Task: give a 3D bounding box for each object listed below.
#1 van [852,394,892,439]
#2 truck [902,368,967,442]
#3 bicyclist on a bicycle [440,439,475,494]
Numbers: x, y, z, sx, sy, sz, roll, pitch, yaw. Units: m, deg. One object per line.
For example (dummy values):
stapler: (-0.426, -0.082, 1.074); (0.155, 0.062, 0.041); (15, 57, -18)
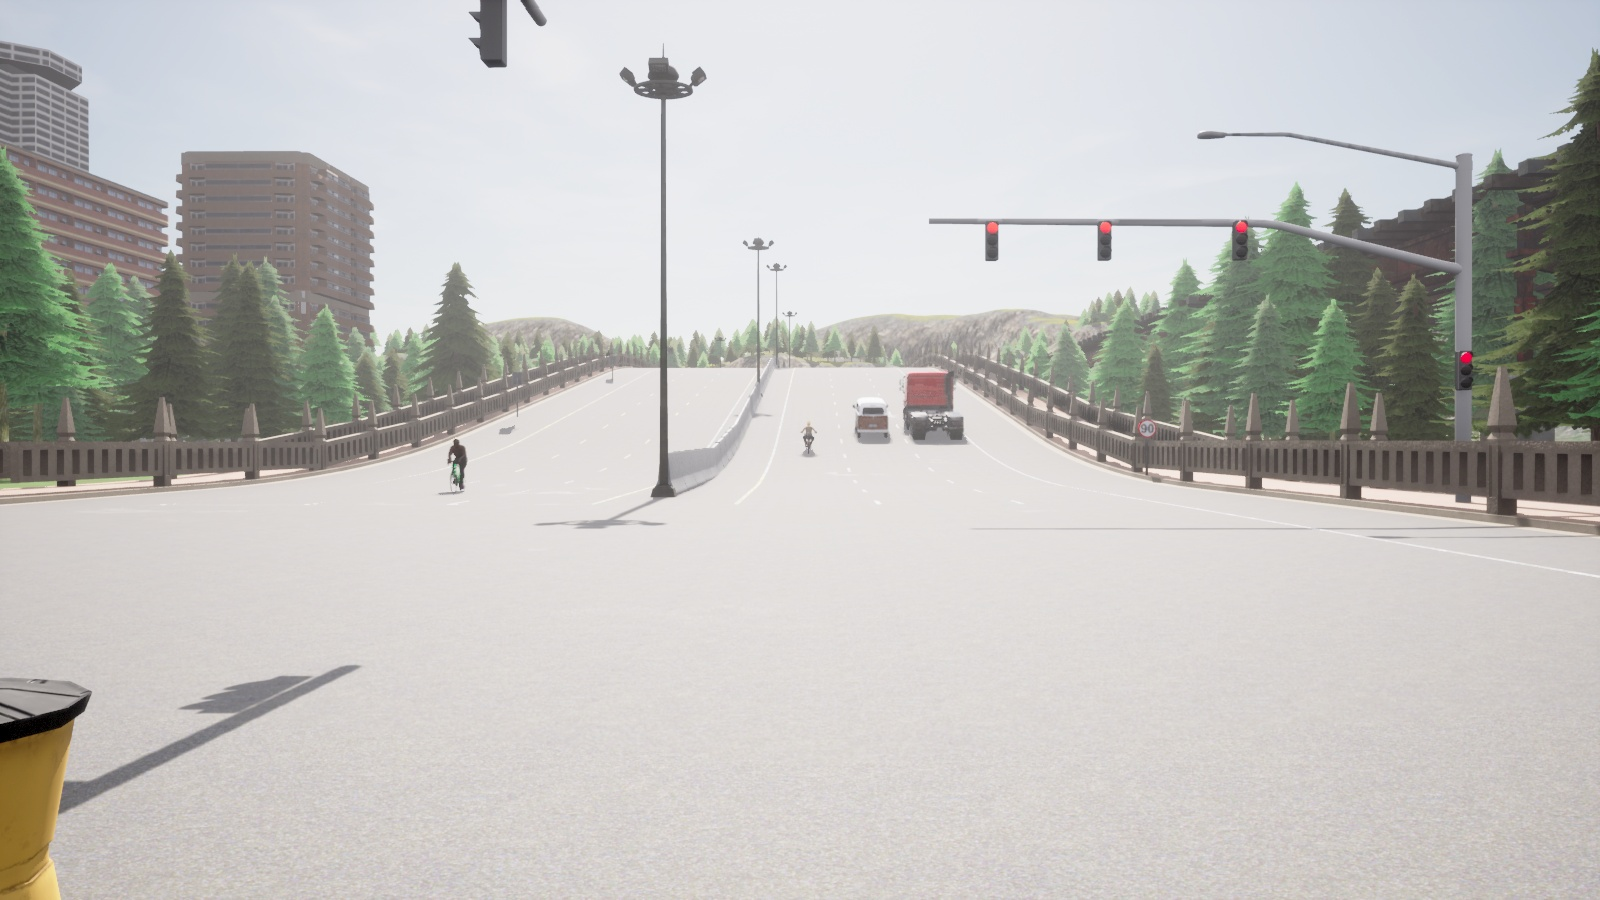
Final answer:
van: (4.040, -1.934, 71.443); (2.069, 2.038, 4.480); (0, 8, 1)
truck: (7.542, -2.662, 71.547); (2.891, 3.462, 7.936); (0, 8, 1)
bicyclist on a bicycle: (-10.268, 0.472, 37.639); (0.582, 1.620, 1.656); (0, 1, 0)
